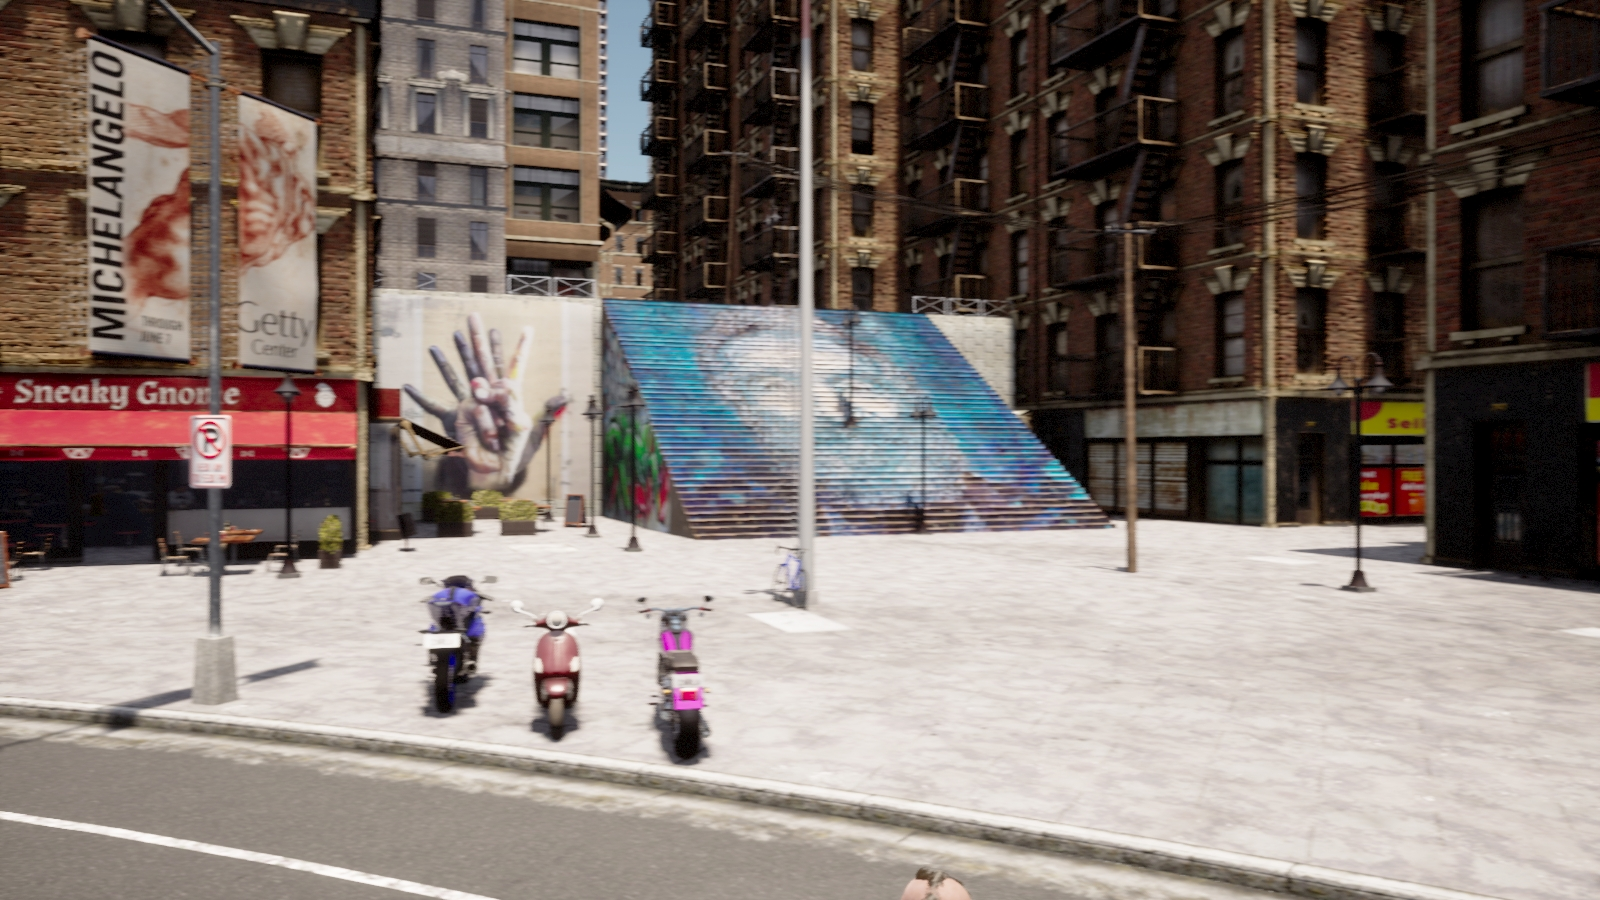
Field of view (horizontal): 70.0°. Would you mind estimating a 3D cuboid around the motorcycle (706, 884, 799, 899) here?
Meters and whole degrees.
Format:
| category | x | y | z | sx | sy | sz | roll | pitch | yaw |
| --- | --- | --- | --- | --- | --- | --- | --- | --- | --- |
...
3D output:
| category | x | y | z | sx | sy | sz | roll | pitch | yaw |
| --- | --- | --- | --- | --- | --- | --- | --- | --- | --- |
| motorcycle | 0.300 | 2.179 | 3.265 | 1.805 | 1.236 | 0.856 | 0 | 0 | 32 |
